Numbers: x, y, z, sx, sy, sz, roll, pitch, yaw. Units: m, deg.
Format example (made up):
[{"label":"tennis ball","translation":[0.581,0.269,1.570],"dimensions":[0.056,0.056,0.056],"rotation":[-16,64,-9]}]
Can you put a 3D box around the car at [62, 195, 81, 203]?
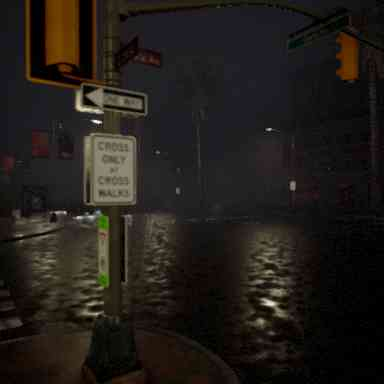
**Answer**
[{"label":"car","translation":[-26.024,1.445,71.947],"dimensions":[4.553,1.767,2.097],"rotation":[0,0,44]}]

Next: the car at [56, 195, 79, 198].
[{"label":"car","translation":[-19.470,1.640,52.251],"dimensions":[1.837,1.490,4.892],"rotation":[0,0,-34]}]

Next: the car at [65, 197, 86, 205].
[{"label":"car","translation":[-21.709,1.646,61.755],"dimensions":[2.128,1.511,4.902],"rotation":[0,0,-38]}]

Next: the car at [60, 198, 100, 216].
[{"label":"car","translation":[-11.812,1.633,34.811],"dimensions":[2.033,1.411,5.357],"rotation":[0,0,-34]}]

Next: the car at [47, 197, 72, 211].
[{"label":"car","translation":[-17.007,1.679,42.456],"dimensions":[1.994,1.385,4.181],"rotation":[0,0,-33]}]

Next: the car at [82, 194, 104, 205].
[{"label":"car","translation":[-19.043,1.367,64.031],"dimensions":[2.150,2.045,5.566],"rotation":[0,0,-38]}]

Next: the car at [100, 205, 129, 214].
[{"label":"car","translation":[-8.495,1.599,36.166],"dimensions":[1.812,1.442,4.674],"rotation":[0,0,-34]}]
